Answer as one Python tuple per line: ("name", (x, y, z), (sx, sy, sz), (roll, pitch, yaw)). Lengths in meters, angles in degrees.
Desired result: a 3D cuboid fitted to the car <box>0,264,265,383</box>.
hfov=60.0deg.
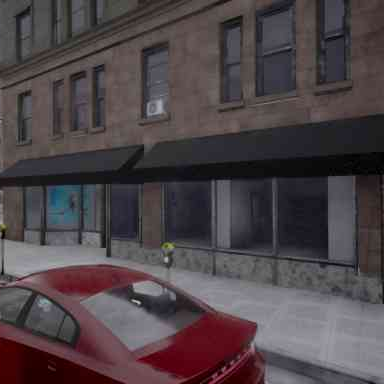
("car", (-1.416, 1.545, 3.876), (4.507, 1.381, 1.887), (0, 0, 36))
